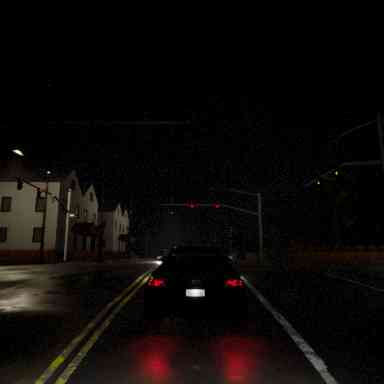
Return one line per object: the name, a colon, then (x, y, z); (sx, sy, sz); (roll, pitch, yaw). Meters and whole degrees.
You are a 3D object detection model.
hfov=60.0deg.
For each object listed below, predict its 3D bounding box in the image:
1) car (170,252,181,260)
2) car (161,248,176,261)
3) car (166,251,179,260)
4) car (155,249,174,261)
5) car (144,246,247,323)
car: (-3.507, 13.857, 72.163); (2.128, 1.511, 4.902); (0, -11, 0)
car: (-3.592, 9.722, 51.666); (2.097, 1.767, 4.553); (0, -11, 0)
car: (-3.567, 11.754, 61.455); (2.128, 1.511, 4.902); (0, -11, 0)
car: (-3.591, 8.371, 43.934); (2.128, 1.511, 4.902); (0, -11, 0)
car: (0.072, 1.985, 7.897); (1.994, 1.385, 4.181); (0, -7, 0)
